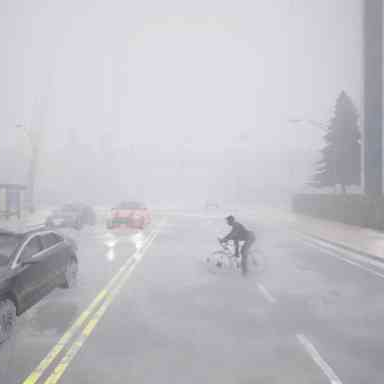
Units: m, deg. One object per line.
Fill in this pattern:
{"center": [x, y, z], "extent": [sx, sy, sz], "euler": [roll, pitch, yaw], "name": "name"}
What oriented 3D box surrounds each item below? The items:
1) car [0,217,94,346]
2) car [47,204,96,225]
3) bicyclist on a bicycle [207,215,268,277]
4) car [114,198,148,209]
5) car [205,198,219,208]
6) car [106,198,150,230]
{"center": [-3.682, 1.491, 6.361], "extent": [2.128, 1.511, 4.902], "euler": [0, 0, -1], "name": "car"}
{"center": [-7.392, 1.493, 20.731], "extent": [2.128, 1.511, 4.902], "euler": [0, 0, -1], "name": "car"}
{"center": [1.203, 1.453, 8.919], "extent": [1.656, 1.620, 0.582], "euler": [-1, 0, -1], "name": "bicyclist on a bicycle"}
{"center": [-8.392, 1.511, 45.693], "extent": [4.181, 1.385, 1.994], "euler": [0, 0, 29], "name": "car"}
{"center": [2.803, 1.513, 47.208], "extent": [2.033, 1.411, 5.357], "euler": [0, 0, -1], "name": "car"}
{"center": [-3.895, 1.352, 20.916], "extent": [2.097, 1.767, 4.553], "euler": [0, 0, -1], "name": "car"}
